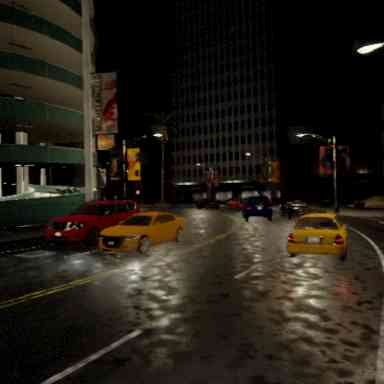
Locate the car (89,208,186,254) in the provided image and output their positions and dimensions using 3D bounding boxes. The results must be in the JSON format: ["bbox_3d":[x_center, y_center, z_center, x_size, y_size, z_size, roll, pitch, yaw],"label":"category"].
[{"bbox_3d":[-1.992,1.650,14.783,1.882,1.535,5.008,-1,0,25],"label":"car"}]

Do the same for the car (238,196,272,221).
[{"bbox_3d":[5.442,1.337,28.334,2.150,2.045,5.566,-1,0,5],"label":"car"}]

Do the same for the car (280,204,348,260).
[{"bbox_3d":[4.795,1.450,12.506,1.801,1.575,5.366,-2,-1,25],"label":"car"}]

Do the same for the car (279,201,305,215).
[{"bbox_3d":[8.903,1.528,29.040,2.128,1.511,4.902,-1,-1,4],"label":"car"}]

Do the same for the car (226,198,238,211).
[{"bbox_3d":[6.423,1.591,46.014,2.097,1.767,4.553,-1,0,-18],"label":"car"}]

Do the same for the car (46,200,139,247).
[{"bbox_3d":[-4.675,1.475,16.962,2.150,2.045,5.566,-1,0,24],"label":"car"}]

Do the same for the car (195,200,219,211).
[{"bbox_3d":[2.096,1.833,47.691,1.882,1.535,5.008,-1,-1,-22],"label":"car"}]
